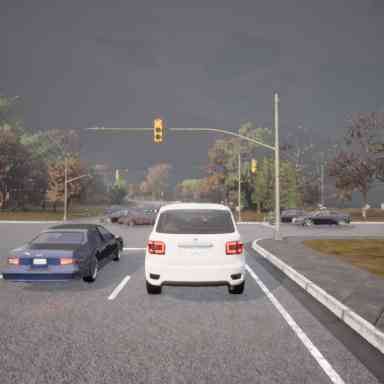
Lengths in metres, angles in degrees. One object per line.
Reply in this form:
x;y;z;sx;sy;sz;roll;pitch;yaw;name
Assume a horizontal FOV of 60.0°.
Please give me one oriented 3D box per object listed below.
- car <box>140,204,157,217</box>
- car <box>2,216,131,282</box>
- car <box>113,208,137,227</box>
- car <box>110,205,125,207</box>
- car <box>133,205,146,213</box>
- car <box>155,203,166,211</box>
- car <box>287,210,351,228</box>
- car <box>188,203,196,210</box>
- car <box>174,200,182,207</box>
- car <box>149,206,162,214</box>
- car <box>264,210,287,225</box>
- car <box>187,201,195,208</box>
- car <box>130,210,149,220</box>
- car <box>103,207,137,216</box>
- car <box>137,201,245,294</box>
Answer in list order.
-7.132;2.997;55.266;2.150;2.045;5.566;0;-1;0;car
-3.425;1.662;9.977;2.033;1.411;5.357;0;-1;0;car
-3.741;2.386;29.174;5.357;1.411;2.033;0;-3;2;car
-10.644;2.800;47.095;2.150;2.045;5.566;0;-2;-2;car
-10.561;3.468;67.671;1.895;1.301;4.718;0;0;0;car
-7.058;3.367;75.885;2.033;1.411;5.357;0;0;0;car
11.301;2.325;29.066;4.902;1.511;2.128;0;-3;-2;car
-0.059;3.318;77.591;1.837;1.490;4.892;0;0;0;car
-3.660;3.077;87.387;1.882;1.535;5.008;0;0;-3;car
-7.090;3.469;65.188;1.895;1.301;4.718;0;0;0;car
9.517;2.480;32.563;4.902;1.511;2.128;0;-3;-1;car
-0.184;3.271;87.743;1.837;1.490;4.892;0;0;-3;car
-7.122;3.135;45.738;1.895;1.301;4.718;0;-2;-1;car
-6.599;2.495;32.883;4.902;1.511;2.128;0;-3;4;car
0.076;1.318;9.125;2.150;2.045;5.566;0;-1;0;car
